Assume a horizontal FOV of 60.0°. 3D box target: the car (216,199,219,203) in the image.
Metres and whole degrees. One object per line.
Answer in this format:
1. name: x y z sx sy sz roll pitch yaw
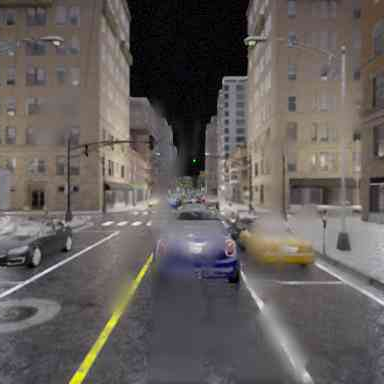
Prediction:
1. car: 2.644 1.567 43.438 2.008 1.369 4.403 0 0 0

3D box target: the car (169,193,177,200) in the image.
1. car: -5.373 1.338 94.569 2.192 1.841 5.009 0 0 0

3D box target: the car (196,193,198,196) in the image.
1. car: 2.649 1.336 77.528 2.192 1.841 5.009 0 0 0

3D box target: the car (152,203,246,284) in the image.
1. car: 0.068 1.355 9.727 2.097 1.767 4.553 0 0 -1

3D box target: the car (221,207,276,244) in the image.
1. car: 2.642 1.557 16.562 2.008 1.369 4.403 0 0 0

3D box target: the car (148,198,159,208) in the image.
1. car: -5.380 1.542 48.949 1.752 1.417 4.829 0 0 0

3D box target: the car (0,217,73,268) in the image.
1. car: -5.388 1.555 11.156 2.008 1.369 4.403 0 0 0

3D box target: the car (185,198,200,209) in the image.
1. car: 0.105 1.580 46.228 1.994 1.385 4.181 0 0 0

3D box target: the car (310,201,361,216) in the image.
1. car: 13.597 1.528 31.199 4.718 1.301 1.895 0 0 0

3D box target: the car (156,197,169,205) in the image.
1. car: -5.378 1.585 60.481 1.947 1.339 4.313 0 0 0

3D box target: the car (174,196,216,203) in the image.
1. car: 0.324 1.360 21.394 2.097 1.767 4.553 0 0 4

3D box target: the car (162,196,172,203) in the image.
1. car: -5.376 1.571 71.844 2.008 1.369 4.403 0 0 0

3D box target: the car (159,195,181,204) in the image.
1. car: -2.835 1.493 43.302 1.882 1.535 5.008 0 0 0

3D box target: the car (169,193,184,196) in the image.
1. car: -2.813 1.240 53.290 2.150 2.045 5.566 0 0 1

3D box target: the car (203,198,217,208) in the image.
1. car: 2.645 1.599 49.119 1.802 1.307 4.206 0 0 0

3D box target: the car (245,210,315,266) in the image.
1. car: 2.646 1.529 11.326 1.752 1.417 4.829 0 0 0

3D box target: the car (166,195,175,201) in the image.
1. car: -5.375 1.462 83.207 1.967 1.590 4.097 0 0 0

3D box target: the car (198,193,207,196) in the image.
1. car: 2.648 1.460 66.165 1.967 1.590 4.097 0 0 0
